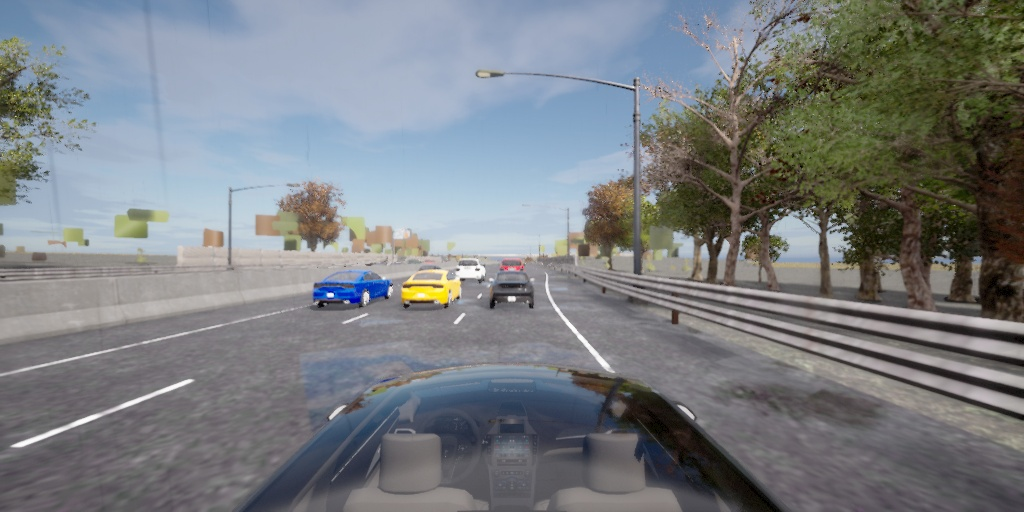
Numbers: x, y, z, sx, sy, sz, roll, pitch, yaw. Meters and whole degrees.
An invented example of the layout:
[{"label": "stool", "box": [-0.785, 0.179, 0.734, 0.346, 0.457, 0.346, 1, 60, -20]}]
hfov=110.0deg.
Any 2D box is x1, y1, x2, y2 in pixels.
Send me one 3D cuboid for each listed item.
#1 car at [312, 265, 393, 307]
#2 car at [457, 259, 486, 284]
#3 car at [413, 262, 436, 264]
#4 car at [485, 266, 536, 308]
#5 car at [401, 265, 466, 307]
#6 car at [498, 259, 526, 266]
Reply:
[{"label": "car", "box": [-7.001, 1.373, 16.314, 1.882, 1.535, 5.008, 0, 0, 0]}, {"label": "car", "box": [-3.514, 1.264, 30.866, 2.150, 2.045, 5.566, 0, 0, 0]}, {"label": "car", "box": [-7.010, 1.558, 31.129, 1.837, 1.490, 4.892, 0, 0, 0]}, {"label": "car", "box": [-0.003, 1.401, 16.130, 1.837, 1.490, 4.892, 0, 0, 0]}, {"label": "car", "box": [-3.501, 1.373, 16.319, 1.882, 1.535, 5.008, 0, 0, 0]}, {"label": "car", "box": [-0.014, 1.264, 30.851, 2.150, 2.045, 5.566, 0, 0, 0]}]
